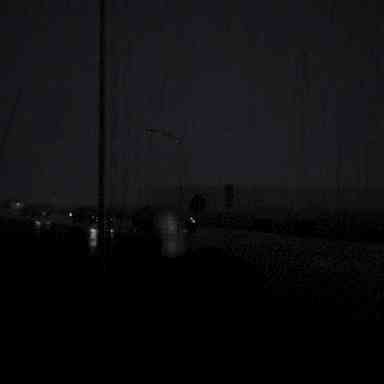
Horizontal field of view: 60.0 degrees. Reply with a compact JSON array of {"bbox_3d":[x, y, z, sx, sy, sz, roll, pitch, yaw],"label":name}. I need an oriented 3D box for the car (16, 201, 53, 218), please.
[{"bbox_3d":[-17.246,2.039,36.710,2.128,1.511,4.902,0,-1,-44],"label":"car"}]

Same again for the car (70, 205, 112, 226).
[{"bbox_3d":[-8.365,1.894,27.336,1.837,1.490,4.892,0,-1,-42],"label":"car"}]

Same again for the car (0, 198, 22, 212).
[{"bbox_3d":[-27.350,1.969,50.463,5.566,2.045,2.150,-1,-1,44],"label":"car"}]

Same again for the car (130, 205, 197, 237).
[{"bbox_3d":[-1.783,1.621,19.911,2.097,1.767,4.553,0,-1,-41],"label":"car"}]
